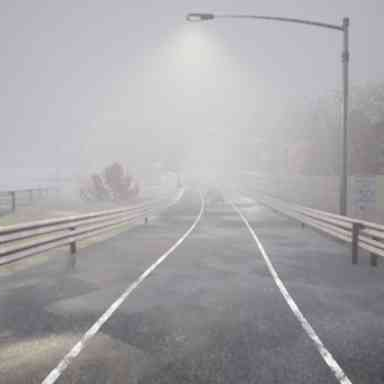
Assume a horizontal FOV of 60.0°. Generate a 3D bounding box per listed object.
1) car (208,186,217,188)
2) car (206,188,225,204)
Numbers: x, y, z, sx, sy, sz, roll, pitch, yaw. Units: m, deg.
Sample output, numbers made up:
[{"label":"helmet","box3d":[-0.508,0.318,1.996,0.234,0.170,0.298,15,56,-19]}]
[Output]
[{"label":"car","box3d":[3.283,-0.141,53.019,2.128,1.511,4.902,0,5,-1]},{"label":"car","box3d":[3.157,0.651,42.332,2.033,1.411,5.357,1,3,1]}]
